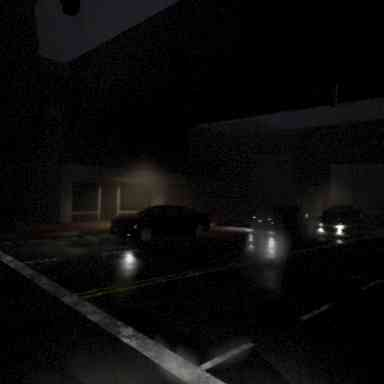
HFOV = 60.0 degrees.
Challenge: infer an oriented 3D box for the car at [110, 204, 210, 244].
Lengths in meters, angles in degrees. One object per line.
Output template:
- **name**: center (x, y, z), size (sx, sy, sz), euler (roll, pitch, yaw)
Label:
- **car**: center (-1.302, 1.318, 15.126), size (5.008, 1.535, 1.882), euler (2, 1, -44)

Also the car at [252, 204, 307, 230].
- **car**: center (5.938, 1.610, 22.187), size (4.892, 1.490, 1.837), euler (2, 1, -44)

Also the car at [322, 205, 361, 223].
- **car**: center (13.195, 1.848, 29.253), size (5.008, 1.535, 1.882), euler (2, 1, -44)
